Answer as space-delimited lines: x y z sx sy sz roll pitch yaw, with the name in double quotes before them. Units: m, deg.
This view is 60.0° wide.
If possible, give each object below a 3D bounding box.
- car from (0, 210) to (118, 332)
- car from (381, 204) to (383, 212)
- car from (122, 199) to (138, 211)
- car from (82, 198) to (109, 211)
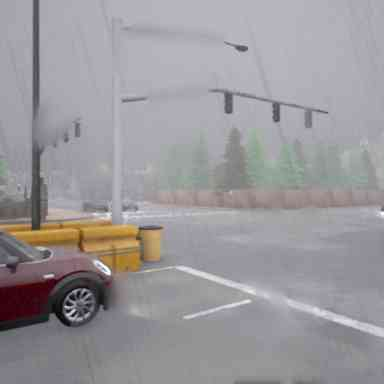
"car" -3.588 1.352 5.512 4.553 1.767 2.097 0 0 -35
"car" 23.176 1.543 37.608 4.181 1.385 1.994 0 0 -35
"car" -8.135 1.518 39.949 1.812 1.442 4.674 0 0 -36
"car" -11.134 1.499 38.122 1.837 1.490 4.892 0 0 -36
